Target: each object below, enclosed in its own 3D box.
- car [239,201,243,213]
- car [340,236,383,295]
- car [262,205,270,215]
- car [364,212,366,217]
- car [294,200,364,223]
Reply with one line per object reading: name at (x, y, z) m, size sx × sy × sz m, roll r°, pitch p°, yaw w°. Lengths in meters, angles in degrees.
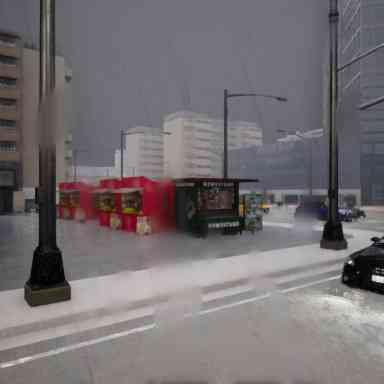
car at (2.747, 1.472, 36.171) m, size 2.150 × 2.045 × 5.566 m, roll 0°, pitch -1°, yaw -36°
car at (5.373, 1.564, 7.800) m, size 4.181 × 1.385 × 1.994 m, roll 0°, pitch 0°, yaw -35°
car at (6.424, 1.708, 37.060) m, size 1.882 × 1.535 × 5.008 m, roll 0°, pitch -1°, yaw -36°
car at (12.191, 1.661, 29.115) m, size 2.033 × 1.411 × 5.357 m, roll 0°, pitch -1°, yaw -36°
car at (10.291, 1.447, 25.770) m, size 2.097 × 1.767 × 4.553 m, roll 0°, pitch -1°, yaw -36°
